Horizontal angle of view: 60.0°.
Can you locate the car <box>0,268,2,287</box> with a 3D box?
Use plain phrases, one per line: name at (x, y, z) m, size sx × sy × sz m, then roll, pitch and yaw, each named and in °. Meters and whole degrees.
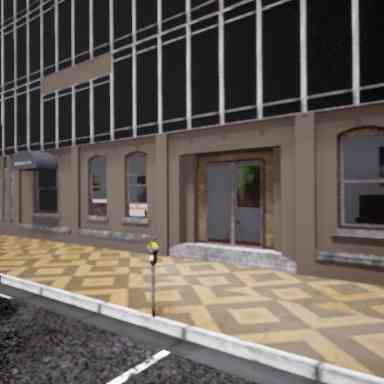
car at (-6.150, 1.297, 6.894) m, size 5.566 × 2.045 × 2.150 m, roll -1°, pitch 0°, yaw 35°
